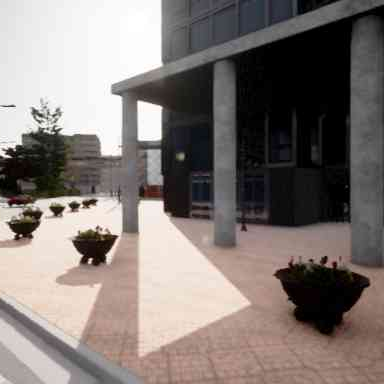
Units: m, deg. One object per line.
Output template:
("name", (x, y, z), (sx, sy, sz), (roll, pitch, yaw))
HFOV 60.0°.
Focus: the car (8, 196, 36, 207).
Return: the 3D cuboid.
("car", (-21.633, 1.117, 42.400), (1.895, 1.301, 4.718), (0, 1, -8))
